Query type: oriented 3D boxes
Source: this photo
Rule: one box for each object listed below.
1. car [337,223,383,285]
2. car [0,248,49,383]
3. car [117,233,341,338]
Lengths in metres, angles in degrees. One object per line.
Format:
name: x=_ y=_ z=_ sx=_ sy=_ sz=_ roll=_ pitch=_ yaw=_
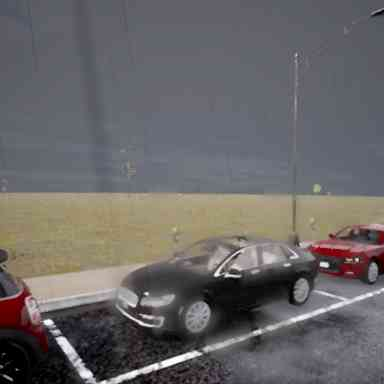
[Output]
car: x=5.223 y=1.633 z=9.815 sx=4.507 sy=1.381 sz=1.887 roll=1 pitch=0 yaw=-35
car: x=-3.788 y=1.429 z=3.384 sx=4.097 sy=1.590 sz=1.967 roll=1 pitch=0 yaw=-35
car: x=0.717 y=1.589 z=6.600 sx=4.403 sy=1.369 sz=2.008 roll=1 pitch=0 yaw=-35
